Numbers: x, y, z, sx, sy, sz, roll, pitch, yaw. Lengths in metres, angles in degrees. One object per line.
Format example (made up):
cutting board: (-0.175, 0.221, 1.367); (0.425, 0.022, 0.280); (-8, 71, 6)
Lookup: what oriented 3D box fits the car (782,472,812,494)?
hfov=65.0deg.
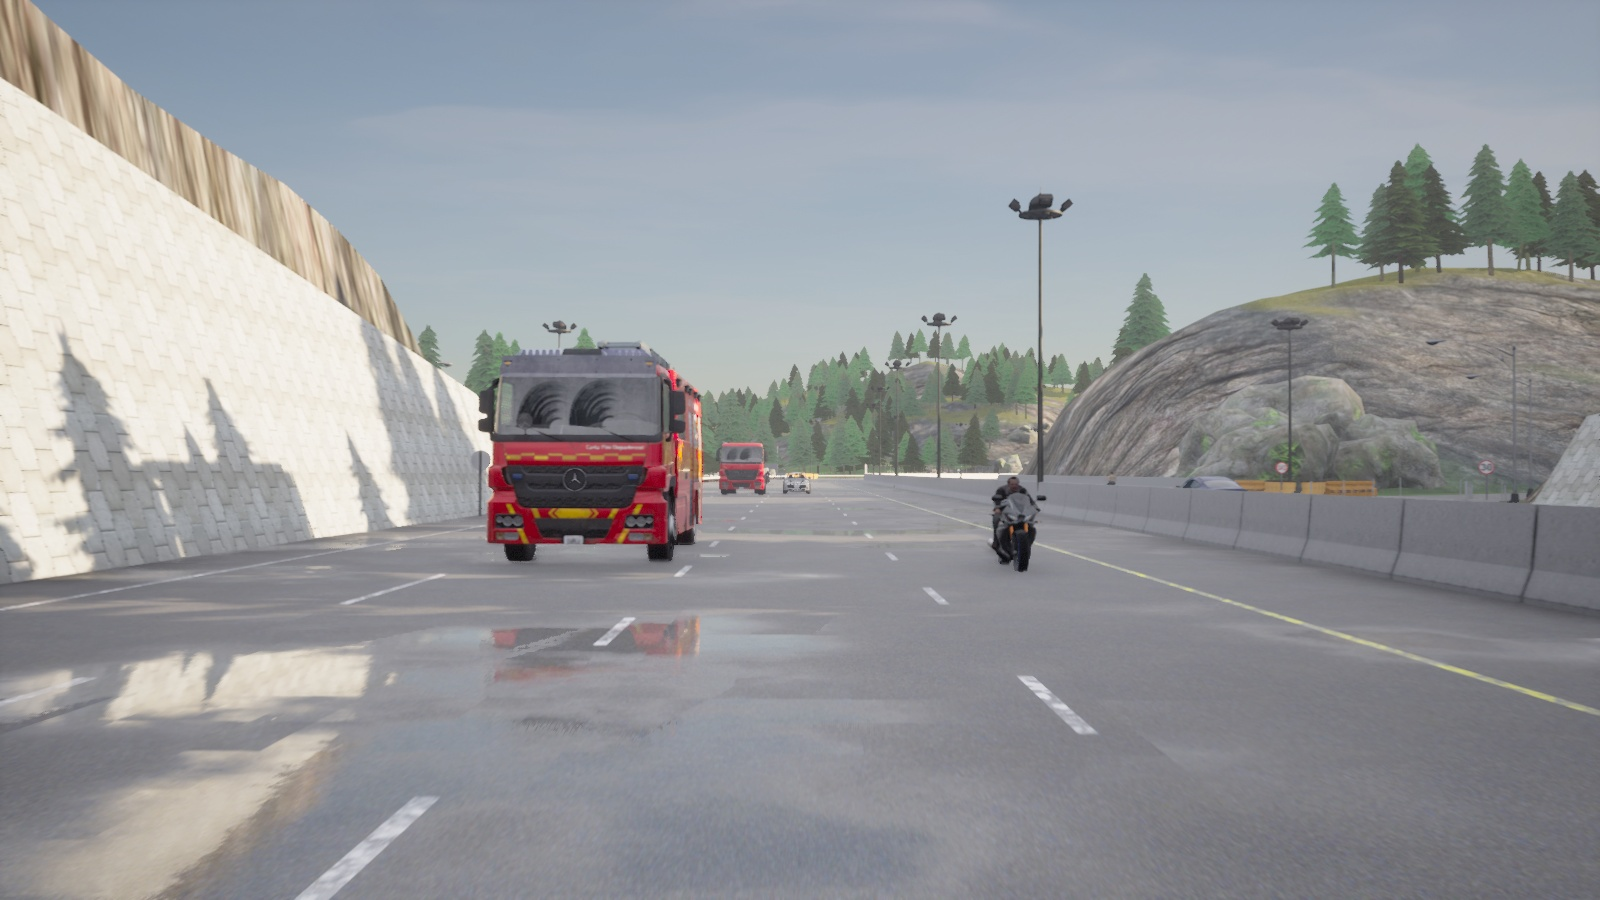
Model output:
car: (-0.209, 2.220, 85.989); (1.970, 1.475, 3.806); (0, -1, 0)

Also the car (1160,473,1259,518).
car: (13.896, 1.503, 42.888); (1.812, 1.442, 4.674); (0, -1, 0)

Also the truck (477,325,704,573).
truck: (-3.562, 0.060, 23.661); (2.891, 3.827, 8.468); (0, -1, 0)

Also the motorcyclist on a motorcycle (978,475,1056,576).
motorcyclist on a motorcycle: (3.451, 1.174, 20.192); (0.866, 1.530, 2.191); (0, -1, 0)

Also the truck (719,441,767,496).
truck: (-3.707, 1.245, 83.463); (2.891, 3.462, 7.936); (0, -1, 0)
